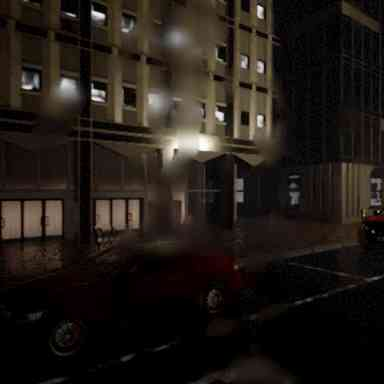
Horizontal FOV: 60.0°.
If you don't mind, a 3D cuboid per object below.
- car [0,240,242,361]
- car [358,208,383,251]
[{"bbox_3d":[-0.965,1.562,5.860,4.206,1.307,1.802,-1,1,-35],"label":"car"},{"bbox_3d":[8.284,1.204,12.438,5.009,1.841,2.192,-1,1,-35],"label":"car"}]
